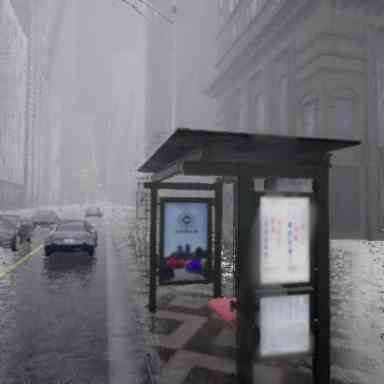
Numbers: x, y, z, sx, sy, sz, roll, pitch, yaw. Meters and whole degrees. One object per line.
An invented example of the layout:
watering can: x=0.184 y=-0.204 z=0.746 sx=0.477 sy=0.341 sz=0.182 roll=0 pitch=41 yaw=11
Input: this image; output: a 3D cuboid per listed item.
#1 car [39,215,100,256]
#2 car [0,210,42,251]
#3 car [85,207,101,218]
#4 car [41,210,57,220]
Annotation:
car: x=-5.333 y=1.929 z=14.975 sx=1.994 sy=1.385 sz=4.181 roll=1 pitch=-2 yaw=-15
car: x=-8.873 y=1.843 z=15.818 sx=2.128 sy=1.511 sz=4.902 roll=1 pitch=-2 yaw=-15
car: x=-13.206 y=2.682 z=44.619 sx=1.994 sy=1.385 sz=4.181 roll=1 pitch=-2 yaw=-15
car: x=-11.663 y=2.165 z=26.328 sx=2.033 sy=1.411 sz=5.357 roll=1 pitch=-2 yaw=-15
